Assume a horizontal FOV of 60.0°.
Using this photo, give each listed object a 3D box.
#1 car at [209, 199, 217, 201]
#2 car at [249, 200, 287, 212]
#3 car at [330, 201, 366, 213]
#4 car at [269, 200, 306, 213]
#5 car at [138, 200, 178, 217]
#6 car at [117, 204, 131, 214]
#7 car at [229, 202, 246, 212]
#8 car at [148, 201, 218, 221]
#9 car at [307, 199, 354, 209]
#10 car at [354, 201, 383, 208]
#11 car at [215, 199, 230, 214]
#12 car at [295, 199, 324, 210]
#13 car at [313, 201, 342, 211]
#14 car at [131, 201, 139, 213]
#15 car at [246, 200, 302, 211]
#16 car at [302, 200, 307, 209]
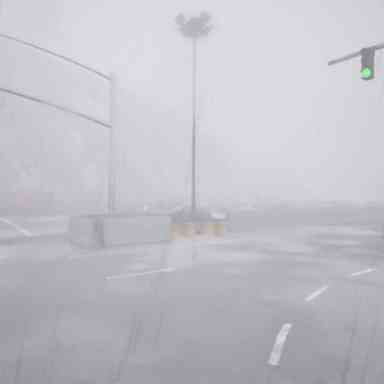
[{"bbox_3d":[2.784,1.603,40.324,4.553,1.767,2.097,1,0,-35],"label":"car"},{"bbox_3d":[10.447,1.891,45.711,5.357,1.411,2.033,1,0,-35],"label":"car"},{"bbox_3d":[21.030,1.970,44.736,5.357,1.411,2.033,1,0,-35],"label":"car"},{"bbox_3d":[12.324,1.846,42.752,4.892,1.490,1.837,1,0,-35],"label":"car"},{"bbox_3d":[-1.558,1.696,28.677,5.357,1.411,2.033,1,0,-36],"label":"car"},{"bbox_3d":[-5.366,1.644,34.549,4.902,1.511,2.128,1,0,-35],"label":"car"},{"bbox_3d":[6.548,1.848,34.429,4.718,1.301,1.895,1,0,-35],"label":"car"},{"bbox_3d":[-0.604,1.661,25.054,4.674,1.442,1.812,1,0,-35],"label":"car"},{"bbox_3d":[15.139,1.678,36.217,4.553,1.767,2.097,1,0,-35],"label":"car"},{"bbox_3d":[22.642,1.895,41.578,5.008,1.535,1.882,1,0,-35],"label":"car"},{"bbox_3d":[5.038,1.818,37.623,4.181,1.385,1.994,1,0,-34],"label":"car"},{"bbox_3d":[18.145,1.916,51.373,5.008,1.535,1.882,1,0,-38],"label":"car"},{"bbox_3d":[19.529,1.993,47.972,4.181,1.385,1.994,1,0,-38],"label":"car"},{"bbox_3d":[-3.099,1.507,31.867,4.553,1.767,2.097,1,0,-35],"label":"car"},{"bbox_3d":[7.674,1.741,30.943,4.892,1.490,1.837,1,0,-35],"label":"car"},{"bbox_3d":[13.750,1.898,39.500,4.181,1.385,1.994,1,0,-35],"label":"car"}]
